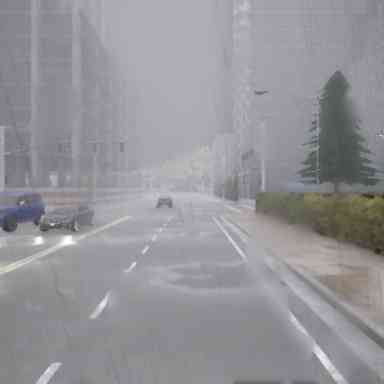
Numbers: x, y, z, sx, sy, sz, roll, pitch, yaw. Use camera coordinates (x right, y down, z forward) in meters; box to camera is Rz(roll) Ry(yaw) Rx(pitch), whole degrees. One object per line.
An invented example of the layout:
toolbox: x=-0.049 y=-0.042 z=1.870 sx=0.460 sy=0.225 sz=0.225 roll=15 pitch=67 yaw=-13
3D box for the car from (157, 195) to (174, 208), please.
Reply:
car: x=-3.388 y=1.216 z=42.854 sx=1.837 sy=1.490 sz=4.892 roll=0 pitch=1 yaw=0

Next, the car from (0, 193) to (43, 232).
car: x=-10.494 y=1.080 z=19.268 sx=2.150 sy=2.045 sz=5.566 roll=0 pitch=0 yaw=0

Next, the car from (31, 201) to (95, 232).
car: x=-6.996 y=1.387 z=19.109 sx=1.837 sy=1.490 sz=4.892 roll=0 pitch=0 yaw=0
